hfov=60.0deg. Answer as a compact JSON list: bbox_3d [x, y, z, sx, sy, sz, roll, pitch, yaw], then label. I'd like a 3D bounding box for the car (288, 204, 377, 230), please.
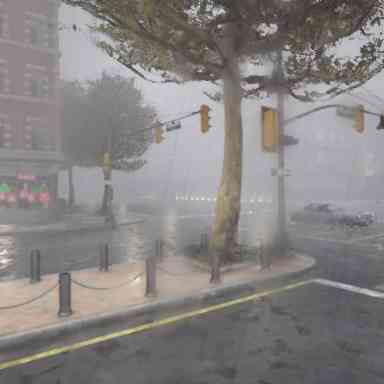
[{"bbox_3d":[8.201,1.362,19.763,1.895,1.301,4.718,-1,0,-36],"label":"car"}]
